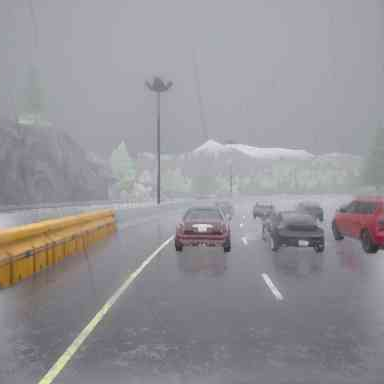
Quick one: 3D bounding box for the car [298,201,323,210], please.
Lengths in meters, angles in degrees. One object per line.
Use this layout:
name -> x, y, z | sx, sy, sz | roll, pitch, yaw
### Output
car -> 9.466, 1.514, 27.147 | 1.837, 1.490, 4.892 | 0, 0, 11

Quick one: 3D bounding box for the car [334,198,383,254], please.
car -> 7.543, 1.255, 13.567 | 2.150, 2.045, 5.566 | 0, 0, 5

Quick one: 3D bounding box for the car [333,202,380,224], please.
car -> 12.902, 1.561, 26.481 | 2.033, 1.411, 5.357 | 0, 0, 11

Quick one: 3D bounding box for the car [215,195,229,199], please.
car -> 8.472, 1.511, 82.079 | 2.033, 1.411, 5.357 | 0, 0, 30

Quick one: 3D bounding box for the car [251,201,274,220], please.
car -> 6.029, 1.493, 27.813 | 2.128, 1.511, 4.902 | 0, 0, 11

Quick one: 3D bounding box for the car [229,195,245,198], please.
car -> 11.430, 1.451, 80.209 | 1.882, 1.535, 5.008 | 0, 0, 30

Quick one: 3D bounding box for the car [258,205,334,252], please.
car -> 4.055, 1.514, 13.850 | 1.837, 1.490, 4.892 | 0, 0, 5

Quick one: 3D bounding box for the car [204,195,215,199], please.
car -> 5.514, 1.493, 83.950 | 1.812, 1.442, 4.674 | 0, 0, 30

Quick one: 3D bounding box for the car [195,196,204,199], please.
car -> 2.541, 1.562, 85.795 | 1.895, 1.301, 4.718 | 0, 0, 30

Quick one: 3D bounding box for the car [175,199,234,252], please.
car -> 0.566, 1.363, 14.133 | 2.097, 1.767, 4.553 | 0, 0, 5
